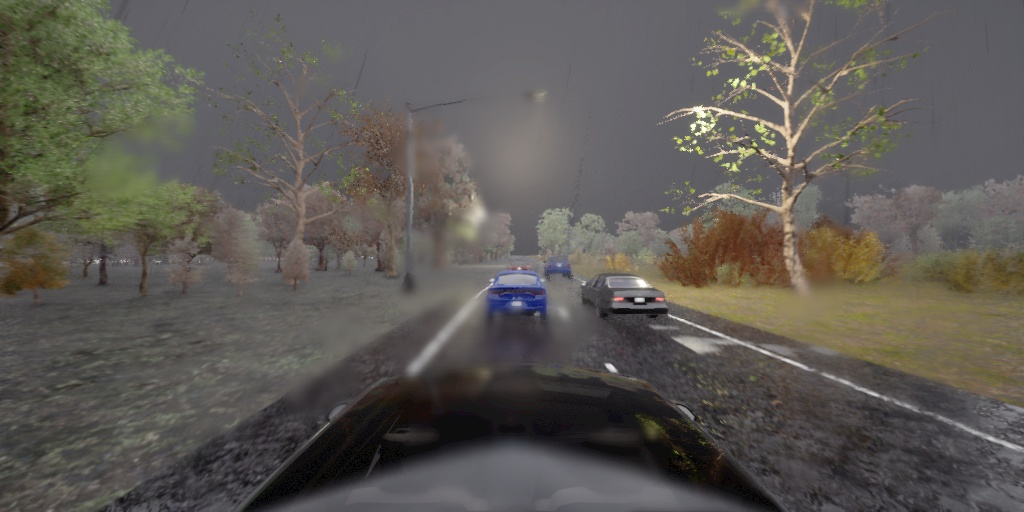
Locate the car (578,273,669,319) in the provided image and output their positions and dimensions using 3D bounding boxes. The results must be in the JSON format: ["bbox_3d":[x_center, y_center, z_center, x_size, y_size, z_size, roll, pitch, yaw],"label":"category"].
[{"bbox_3d":[3.683,1.305,12.763,2.033,1.411,5.357,0,0,1],"label":"car"}]

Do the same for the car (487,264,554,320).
[{"bbox_3d":[0.202,1.232,12.681,1.882,1.535,5.008,0,0,1],"label":"car"}]

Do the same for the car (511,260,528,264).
[{"bbox_3d":[0.683,1.120,33.183,2.097,1.767,4.553,0,0,2],"label":"car"}]

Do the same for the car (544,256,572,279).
[{"bbox_3d":[4.169,0.990,32.929,2.150,2.045,5.566,0,0,2],"label":"car"}]
